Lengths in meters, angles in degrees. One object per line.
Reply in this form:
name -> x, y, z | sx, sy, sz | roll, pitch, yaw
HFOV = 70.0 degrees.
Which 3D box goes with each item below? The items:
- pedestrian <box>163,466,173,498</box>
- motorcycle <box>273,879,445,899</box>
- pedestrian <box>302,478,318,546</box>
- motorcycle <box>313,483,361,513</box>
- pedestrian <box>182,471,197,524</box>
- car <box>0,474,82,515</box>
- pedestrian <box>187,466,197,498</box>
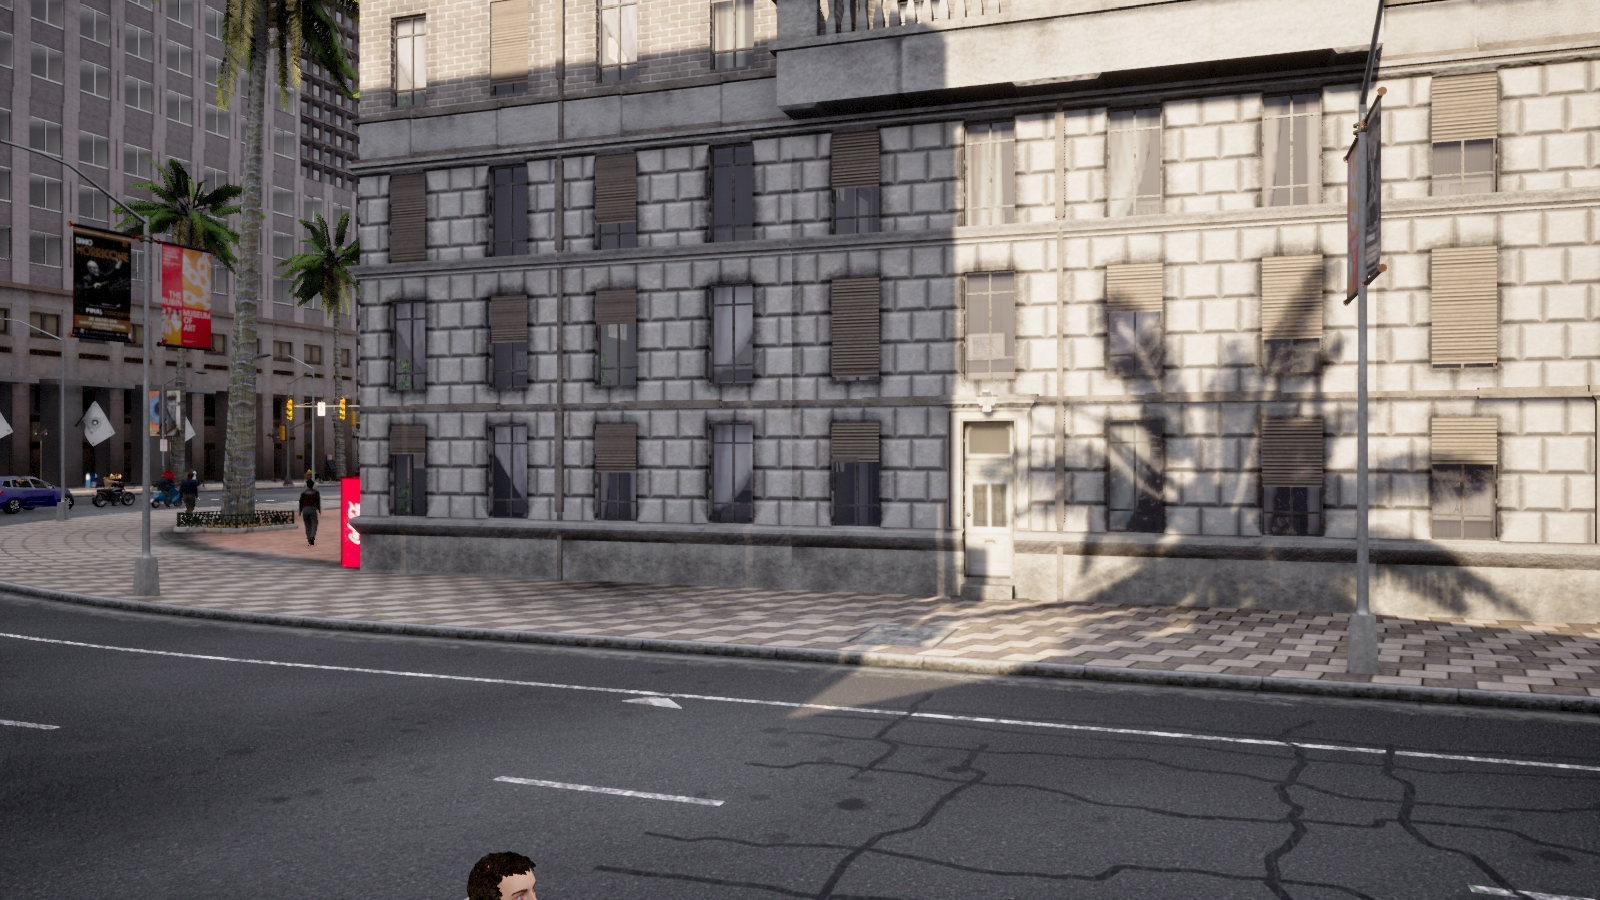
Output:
pedestrian -> -36.967, 1.849, 66.855 | 0.375, 1.860, 0.375 | 0, 0, 29
motorcycle -> -1.030, 2.213, 3.640 | 2.033, 1.145, 0.803 | 0, 0, 20
pedestrian -> -13.435, 1.696, 31.338 | 0.375, 1.860, 0.375 | 0, 0, -20
motorcycle -> -21.134, 2.170, 52.239 | 0.764, 1.277, 2.356 | 0, 0, 16
pedestrian -> -21.695, 1.696, 40.608 | 0.375, 1.860, 0.375 | 0, 0, -8
car -> -35.215, 1.968, 51.598 | 2.242, 1.667, 4.611 | 0, 0, 9
pedestrian -> -35.605, 1.849, 66.912 | 0.375, 1.860, 0.375 | 0, 0, 29
